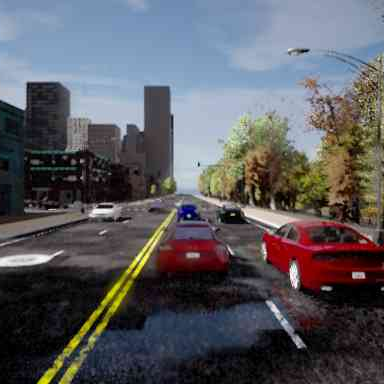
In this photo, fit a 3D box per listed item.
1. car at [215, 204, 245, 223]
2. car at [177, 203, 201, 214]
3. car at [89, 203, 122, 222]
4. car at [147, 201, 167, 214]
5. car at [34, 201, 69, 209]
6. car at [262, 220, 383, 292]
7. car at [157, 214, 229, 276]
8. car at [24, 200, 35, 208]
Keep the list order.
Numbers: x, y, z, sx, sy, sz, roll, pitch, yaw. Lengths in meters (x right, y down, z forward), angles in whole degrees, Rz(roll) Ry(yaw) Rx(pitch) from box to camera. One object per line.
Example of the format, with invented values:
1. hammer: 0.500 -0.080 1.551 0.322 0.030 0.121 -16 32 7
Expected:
1. car: 2.995 1.652 26.640 1.994 1.385 4.181 0 0 -1
2. car: -0.263 1.616 27.064 1.812 1.442 4.674 0 0 -1
3. car: -6.962 1.617 27.301 1.812 1.442 4.674 0 0 -1
4. car: -3.830 1.674 37.666 2.033 1.411 5.357 0 0 0
5. car: -20.699 1.987 49.927 4.313 1.339 1.947 -1 1 -1
6. car: 3.255 1.507 9.046 1.882 1.535 5.008 0 0 -1
7. car: -0.004 1.598 10.508 1.994 1.385 4.181 0 0 -1
8. car: -29.172 2.012 58.299 4.403 1.369 2.008 -1 1 -1
